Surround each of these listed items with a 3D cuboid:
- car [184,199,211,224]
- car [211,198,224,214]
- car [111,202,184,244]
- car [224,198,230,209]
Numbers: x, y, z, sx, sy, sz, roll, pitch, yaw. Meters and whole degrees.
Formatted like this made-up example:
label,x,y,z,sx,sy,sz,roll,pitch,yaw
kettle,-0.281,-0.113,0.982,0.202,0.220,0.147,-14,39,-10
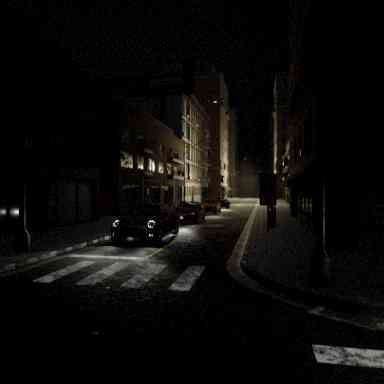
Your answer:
label,x,y,z,sx,sy,sz,roll,pitch,yaw
car,-0.194,1.450,24.710,2.128,1.511,4.902,0,0,12
car,1.817,1.417,34.127,1.882,1.535,5.008,0,0,12
car,-2.073,1.326,15.770,2.097,1.767,4.553,0,0,12
car,3.927,1.480,43.863,1.994,1.385,4.181,0,0,13
